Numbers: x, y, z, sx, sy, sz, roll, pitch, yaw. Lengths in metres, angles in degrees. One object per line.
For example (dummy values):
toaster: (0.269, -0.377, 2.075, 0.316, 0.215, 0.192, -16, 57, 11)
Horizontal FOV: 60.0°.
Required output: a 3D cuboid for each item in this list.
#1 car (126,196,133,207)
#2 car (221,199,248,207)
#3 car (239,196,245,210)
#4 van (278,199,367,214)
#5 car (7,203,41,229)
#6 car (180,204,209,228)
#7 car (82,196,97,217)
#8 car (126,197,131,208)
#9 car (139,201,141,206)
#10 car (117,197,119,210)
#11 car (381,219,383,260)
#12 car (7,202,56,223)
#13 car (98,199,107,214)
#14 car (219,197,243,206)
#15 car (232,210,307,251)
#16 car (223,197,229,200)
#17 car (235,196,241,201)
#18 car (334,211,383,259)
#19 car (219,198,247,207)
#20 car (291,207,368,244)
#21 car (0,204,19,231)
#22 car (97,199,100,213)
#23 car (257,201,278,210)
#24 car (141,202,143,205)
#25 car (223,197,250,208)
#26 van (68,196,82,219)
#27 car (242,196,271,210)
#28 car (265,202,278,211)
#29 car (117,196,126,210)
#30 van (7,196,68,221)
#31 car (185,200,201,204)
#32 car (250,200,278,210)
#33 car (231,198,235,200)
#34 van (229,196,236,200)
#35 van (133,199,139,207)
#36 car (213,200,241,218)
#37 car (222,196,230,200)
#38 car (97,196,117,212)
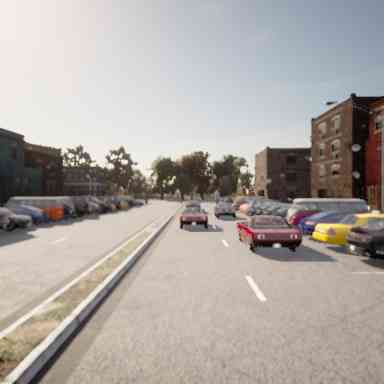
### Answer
car: (-12.483, 1.808, 54.110, 4.553, 1.767, 2.185, 0, -1, 0)
car: (7.717, 2.027, 60.502, 4.674, 1.452, 2.002, 0, 0, 0)
car: (7.718, 1.610, 35.685, 4.553, 1.767, 2.185, 0, -1, 0)
van: (7.547, 1.368, 19.020, 4.442, 1.987, 1.878, 0, 0, 0)
car: (-12.492, 1.622, 20.761, 4.792, 1.488, 2.163, 0, 0, 0)
car: (0.130, 1.748, 23.437, 1.895, 1.301, 4.718, 0, 0, 0)
car: (-12.527, 1.440, 31.880, 5.566, 2.045, 2.435, 0, -1, 0)
car: (-12.452, 1.901, 51.205, 5.008, 1.535, 2.097, 0, -1, 0)
car: (-12.465, 1.886, 62.454, 4.553, 1.767, 2.185, 0, 0, 0)
car: (-12.660, 1.805, 42.993, 5.366, 1.575, 1.946, 0, -1, 0)
car: (7.680, 1.553, 8.113, 4.792, 1.488, 2.163, 0, 0, 0)
car: (-12.514, 1.655, 23.415, 4.674, 1.452, 2.002, 0, -1, 0)
car: (-12.484, 1.787, 37.370, 4.674, 1.452, 2.002, 0, -1, 0)
car: (7.696, 1.903, 66.021, 4.553, 1.767, 2.185, 0, 0, 0)
car: (3.112, 1.682, 14.407, 1.895, 1.301, 4.718, 0, 0, 0)
car: (7.516, 1.846, 46.712, 5.366, 1.575, 1.946, 0, -1, 0)
car: (7.722, 1.637, 38.441, 4.553, 1.767, 2.185, 0, -1, 0)
car: (7.648, 1.540, 10.871, 4.892, 1.521, 2.231, 0, 0, 0)
car: (7.728, 2.010, 63.258, 5.008, 1.535, 2.097, 0, 0, 0)
car: (7.659, 1.615, 16.385, 4.674, 1.452, 2.002, 0, 0, 0)
car: (-12.521, 1.572, 17.983, 4.892, 1.521, 2.231, 0, 0, 0)
car: (-12.490, 1.759, 34.656, 4.674, 1.452, 2.002, 0, -1, 0)
car: (7.666, 1.639, 24.655, 4.892, 1.521, 2.231, 0, 0, 0)
car: (-12.393, 2.072, 67.888, 4.792, 1.488, 2.163, 0, 0, 0)
car: (7.685, 1.838, 57.746, 4.553, 1.767, 2.185, 0, 0, 0)
van: (-12.388, 1.439, 29.099, 4.442, 1.987, 1.878, 0, 0, 0)
car: (7.652, 1.583, 32.927, 4.553, 1.767, 2.185, 0, -1, 0)
car: (7.662, 1.616, 21.899, 4.892, 1.521, 2.231, 0, 0, 0)
car: (-12.498, 1.588, 45.776, 5.566, 2.045, 2.435, 0, -1, 0)
van: (-12.627, 1.414, 26.322, 4.442, 1.987, 1.878, 0, 0, 0)
car: (0.154, 1.819, 41.596, 1.837, 1.490, 4.892, 0, -1, 0)
car: (7.670, 1.661, 27.412, 4.892, 1.521, 2.231, 0, -1, 0)
car: (7.700, 1.791, 41.197, 5.008, 1.535, 2.097, 0, -1, 0)
van: (7.581, 1.594, 43.957, 4.442, 1.987, 1.878, 0, -1, 0)
van: (-12.324, 1.765, 59.547, 4.442, 1.987, 1.878, 0, -1, 0)
car: (3.143, 1.773, 32.510, 2.033, 1.411, 5.357, 0, -1, 0)
car: (7.733, 1.628, 49.472, 5.566, 2.045, 2.435, 0, -1, 0)
car: (-12.453, 1.525, 40.091, 5.566, 2.045, 2.435, 0, -1, 0)
